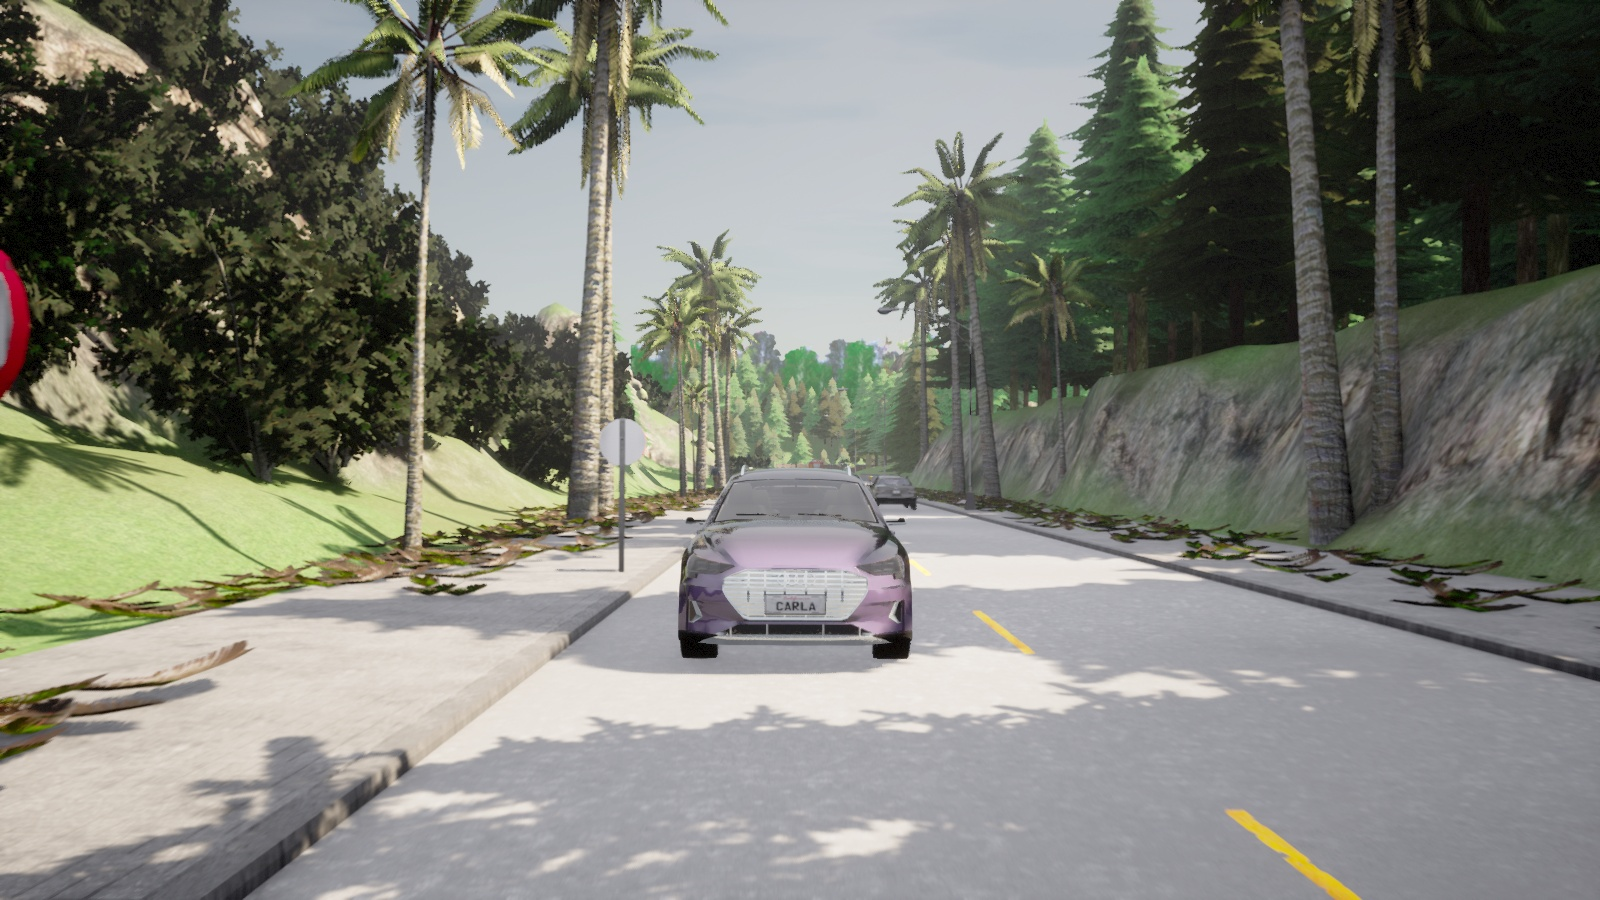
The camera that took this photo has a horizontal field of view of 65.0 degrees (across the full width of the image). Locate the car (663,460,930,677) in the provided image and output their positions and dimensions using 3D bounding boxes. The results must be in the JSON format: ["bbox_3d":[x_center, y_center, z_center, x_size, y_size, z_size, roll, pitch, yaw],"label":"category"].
[{"bbox_3d":[-0.033,0.948,12.039,2.033,1.649,4.856,0,-1,0],"label":"car"}]

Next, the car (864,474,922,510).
[{"bbox_3d":[3.858,1.738,52.890,2.033,1.411,5.357,0,-1,0],"label":"car"}]
